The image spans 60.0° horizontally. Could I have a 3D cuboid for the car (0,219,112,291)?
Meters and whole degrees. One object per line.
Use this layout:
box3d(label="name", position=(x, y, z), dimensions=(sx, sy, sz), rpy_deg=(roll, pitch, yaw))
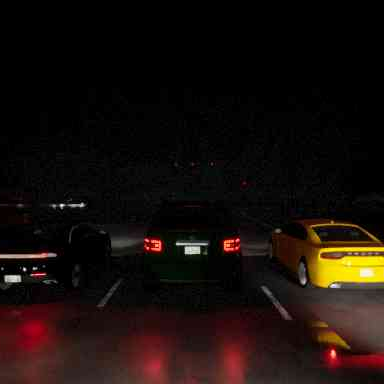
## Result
box3d(label="car", position=(-3.519, 1.483, 8.945), dimensions=(2.128, 1.511, 4.902), rpy_deg=(0, 0, 0))

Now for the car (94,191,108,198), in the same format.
box3d(label="car", position=(-18.559, 1.078, 65.413), dimensions=(2.097, 1.767, 4.553), rpy_deg=(0, 0, -1))

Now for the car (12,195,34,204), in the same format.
box3d(label="car", position=(-28.954, 1.246, 57.144), dimensions=(1.882, 1.535, 5.008), rpy_deg=(0, 0, -1))

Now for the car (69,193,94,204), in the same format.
box3d(label="car", position=(-18.453, 1.342, 55.557), dimensions=(1.994, 1.385, 4.181), rpy_deg=(0, 0, -1))

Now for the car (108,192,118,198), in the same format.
box3d(label="car", position=(-18.696, 1.215, 74.661), dimensions=(2.033, 1.411, 5.357), rpy_deg=(0, 0, -1))

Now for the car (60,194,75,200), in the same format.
box3d(label="car", position=(-29.262, 1.155, 78.251), dimensions=(1.837, 1.490, 4.892), rpy_deg=(0, 0, -1))

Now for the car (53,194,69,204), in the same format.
box3d(label="car", position=(-21.956, 1.337, 56.492), dimensions=(1.994, 1.385, 4.181), rpy_deg=(0, 0, -1))

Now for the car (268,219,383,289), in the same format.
box3d(label="car", position=(3.477, 1.469, 9.143), dimensions=(1.882, 1.535, 5.008), rpy_deg=(0, 0, 0))

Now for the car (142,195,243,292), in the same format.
box3d(label="car", position=(-0.011, 1.213, 9.089), dimensions=(2.150, 2.045, 5.566), rpy_deg=(0, 0, 0))
